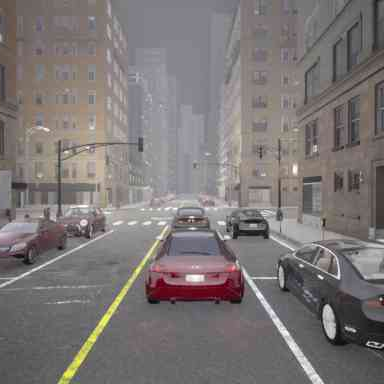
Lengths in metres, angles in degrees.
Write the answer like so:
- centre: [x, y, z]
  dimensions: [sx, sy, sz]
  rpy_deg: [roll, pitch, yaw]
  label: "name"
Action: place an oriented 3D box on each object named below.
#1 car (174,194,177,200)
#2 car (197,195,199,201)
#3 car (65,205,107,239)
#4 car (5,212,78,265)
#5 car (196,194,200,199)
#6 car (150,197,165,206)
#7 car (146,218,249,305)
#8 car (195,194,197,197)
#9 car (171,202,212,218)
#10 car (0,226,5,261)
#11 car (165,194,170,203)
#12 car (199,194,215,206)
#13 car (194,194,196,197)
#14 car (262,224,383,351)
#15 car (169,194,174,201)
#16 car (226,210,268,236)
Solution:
- centre: [-6.022, 1.457, 92.093]
  dimensions: [2.192, 1.841, 5.009]
  rpy_deg: [0, 0, 0]
  label: "car"
- centre: [2.590, 1.607, 65.080]
  dimensions: [2.008, 1.369, 4.403]
  rpy_deg: [0, 0, 0]
  label: "car"
- centre: [-5.752, 1.441, 17.131]
  dimensions: [1.967, 1.590, 4.097]
  rpy_deg: [0, 0, 0]
  label: "car"
- centre: [-5.724, 1.582, 11.629]
  dimensions: [1.802, 1.307, 4.206]
  rpy_deg: [0, 0, 0]
  label: "car"
- centre: [2.555, 1.524, 75.898]
  dimensions: [1.967, 1.590, 4.097]
  rpy_deg: [0, 0, 0]
  label: "car"
- centre: [-5.901, 1.618, 54.233]
  dimensions: [1.802, 1.307, 4.206]
  rpy_deg: [0, 0, 0]
  label: "car"
- centre: [0.042, 1.564, 8.168]
  dimensions: [1.994, 1.385, 4.181]
  rpy_deg: [0, 0, -1]
  label: "car"
- centre: [2.520, 1.561, 86.716]
  dimensions: [1.967, 1.590, 4.097]
  rpy_deg: [0, 0, 0]
  label: "car"
- centre: [-0.046, 1.506, 17.081]
  dimensions: [1.837, 1.490, 4.892]
  rpy_deg: [0, 0, 0]
  label: "car"
- centre: [-5.697, 1.566, 6.128]
  dimensions: [1.947, 1.339, 4.313]
  rpy_deg: [0, 0, 0]
  label: "car"
- centre: [-5.935, 1.607, 65.050]
  dimensions: [2.008, 1.369, 4.403]
  rpy_deg: [0, 0, 0]
  label: "car"
- centre: [2.623, 1.476, 54.263]
  dimensions: [1.967, 1.590, 4.097]
  rpy_deg: [0, 0, 0]
  label: "car"
- centre: [2.502, 1.457, 92.126]
  dimensions: [2.192, 1.841, 5.009]
  rpy_deg: [0, 0, 0]
  label: "car"
- centre: [2.828, 1.551, 6.170]
  dimensions: [2.008, 1.369, 4.403]
  rpy_deg: [0, 0, 0]
  label: "car"
- centre: [-5.986, 1.626, 81.106]
  dimensions: [1.752, 1.417, 4.829]
  rpy_deg: [0, 0, 0]
  label: "car"
- centre: [2.774, 1.567, 17.173]
  dimensions: [1.947, 1.339, 4.313]
  rpy_deg: [0, 0, 0]
  label: "car"
